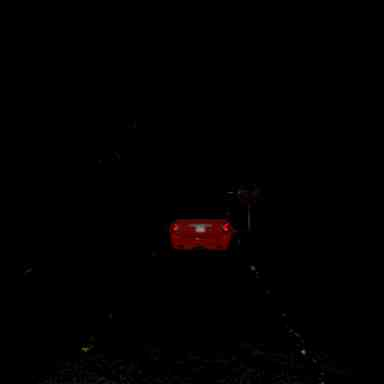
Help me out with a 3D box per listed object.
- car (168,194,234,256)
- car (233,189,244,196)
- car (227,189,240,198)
[{"bbox_3d":[0.389,1.133,12.357,2.097,1.767,4.553,0,1,4],"label":"car"},{"bbox_3d":[10.830,0.076,76.570,1.837,1.490,4.892,0,1,16],"label":"car"},{"bbox_3d":[7.895,0.337,65.059,2.128,1.511,4.902,0,1,14],"label":"car"}]
